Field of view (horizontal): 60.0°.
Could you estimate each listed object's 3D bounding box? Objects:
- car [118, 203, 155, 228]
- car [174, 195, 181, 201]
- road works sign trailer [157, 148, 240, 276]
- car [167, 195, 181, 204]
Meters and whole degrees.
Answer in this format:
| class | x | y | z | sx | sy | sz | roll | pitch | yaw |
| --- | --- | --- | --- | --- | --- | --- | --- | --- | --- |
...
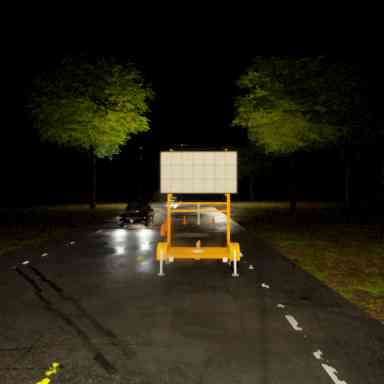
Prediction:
| class | x | y | z | sx | sy | sz | roll | pitch | yaw |
| --- | --- | --- | --- | --- | --- | --- | --- | --- | --- |
| car | -3.623 | 1.498 | 22.362 | 1.837 | 1.490 | 4.892 | 0 | 0 | 0 |
| car | -3.823 | 1.581 | 90.223 | 1.837 | 1.490 | 4.892 | 0 | 0 | -1 |
| road works sign trailer | 0.209 | 0.459 | 10.337 | 2.380 | 3.560 | 2.880 | 0 | 0 | 2 |
| car | -3.628 | 1.537 | 62.804 | 2.128 | 1.511 | 4.902 | 0 | 0 | 0 |
